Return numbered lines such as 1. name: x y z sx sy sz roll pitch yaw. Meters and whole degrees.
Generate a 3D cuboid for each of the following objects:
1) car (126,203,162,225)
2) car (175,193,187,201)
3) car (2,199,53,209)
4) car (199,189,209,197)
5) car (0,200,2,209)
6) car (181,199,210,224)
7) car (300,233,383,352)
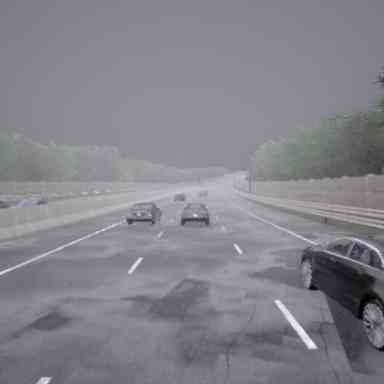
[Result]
1. car: -3.262 1.461 23.401 2.033 1.411 5.357 0 0 1
2. car: -1.990 0.896 59.093 1.837 1.490 4.892 0 1 3
3. car: -13.690 1.360 28.525 1.882 1.535 5.008 0 1 1
4. car: 2.761 0.327 81.651 2.128 1.511 4.902 0 2 4
5. car: -17.205 1.359 28.113 1.812 1.442 4.674 0 0 2
6. car: 0.259 1.481 23.842 1.994 1.385 4.181 0 0 1
7. car: 3.504 1.497 6.142 2.128 1.511 4.902 0 0 0
